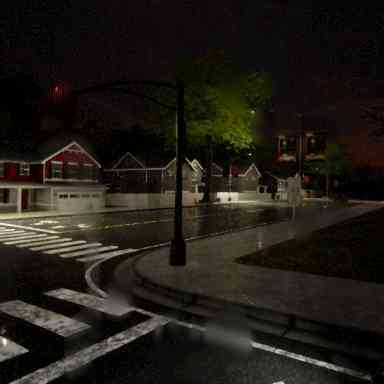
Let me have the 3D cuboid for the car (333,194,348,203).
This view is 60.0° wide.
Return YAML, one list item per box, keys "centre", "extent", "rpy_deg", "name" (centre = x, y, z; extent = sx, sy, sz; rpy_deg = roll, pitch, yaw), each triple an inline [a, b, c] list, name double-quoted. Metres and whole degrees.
- centre: [28.010, 1.206, 62.723]
  extent: [2.128, 1.511, 4.902]
  rpy_deg: [1, 0, 36]
  name: "car"

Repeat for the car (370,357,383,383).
- centre: [3.361, 1.506, 1.283]
  extent: [4.892, 1.490, 1.837]
  rpy_deg: [0, 0, 35]
  name: "car"
